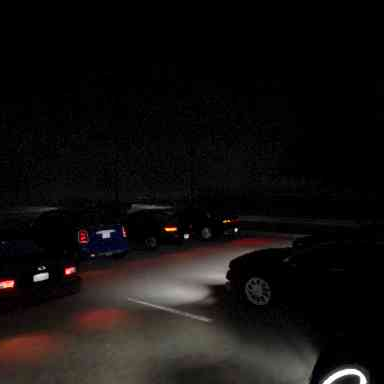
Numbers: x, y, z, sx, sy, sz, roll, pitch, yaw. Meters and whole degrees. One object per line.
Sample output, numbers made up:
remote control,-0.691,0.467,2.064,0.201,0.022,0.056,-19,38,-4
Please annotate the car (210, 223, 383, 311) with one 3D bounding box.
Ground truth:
car,2.964,1.502,6.180,4.892,1.490,1.837,-1,-1,36

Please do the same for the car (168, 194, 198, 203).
car,-0.951,1.489,50.748,2.128,1.511,4.902,0,0,36

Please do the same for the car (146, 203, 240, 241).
car,0.084,1.505,16.837,4.892,1.490,1.837,0,0,36

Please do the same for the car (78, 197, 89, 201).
car,-11.526,1.525,42.163,1.812,1.442,4.674,0,0,36

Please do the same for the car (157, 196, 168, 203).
car,-2.996,1.601,53.882,1.895,1.301,4.718,0,0,36

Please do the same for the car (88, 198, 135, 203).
car,-9.359,1.600,39.188,1.895,1.301,4.718,0,0,36

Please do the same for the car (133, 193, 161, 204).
car,-8.585,1.223,63.986,2.150,2.045,5.566,0,0,36

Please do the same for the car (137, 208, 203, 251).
car,-2.078,1.526,14.085,4.674,1.442,1.812,0,0,36

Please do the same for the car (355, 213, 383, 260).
car,8.448,1.547,10.858,5.357,1.411,2.033,0,0,36

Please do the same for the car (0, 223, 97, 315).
car,-4.694,1.547,7.336,5.357,1.411,2.033,0,0,36

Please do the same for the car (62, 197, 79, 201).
car,-14.315,1.601,44.277,1.895,1.301,4.718,0,0,36

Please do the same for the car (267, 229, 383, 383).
car,3.005,1.352,1.845,4.553,1.767,2.097,0,0,36

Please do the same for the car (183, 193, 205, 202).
car,0.492,1.225,76.250,2.150,2.045,5.566,0,0,37

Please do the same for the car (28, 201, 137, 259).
car,-4.340,1.352,11.396,4.553,1.767,2.097,0,0,36

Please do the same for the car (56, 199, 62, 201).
car,-16.251,1.477,47.562,1.882,1.535,5.008,0,0,36

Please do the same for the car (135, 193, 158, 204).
car,-7.371,1.490,59.749,2.128,1.511,4.902,0,0,36

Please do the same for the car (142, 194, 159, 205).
car,-5.500,1.547,56.387,2.033,1.411,5.357,0,0,36

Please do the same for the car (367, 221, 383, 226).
car,5.087,1.526,8.955,4.674,1.442,1.812,0,0,36
